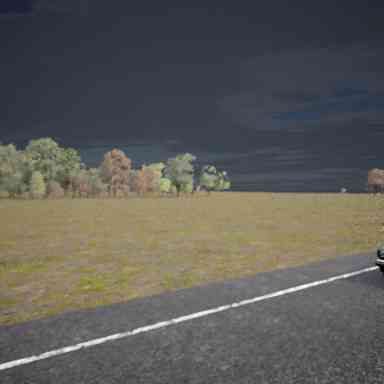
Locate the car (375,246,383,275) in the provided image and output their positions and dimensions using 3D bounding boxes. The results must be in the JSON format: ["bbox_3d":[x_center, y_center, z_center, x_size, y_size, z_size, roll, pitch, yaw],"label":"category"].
[{"bbox_3d":[6.897,1.611,8.895,4.718,1.301,1.895,0,0,-35],"label":"car"}]
